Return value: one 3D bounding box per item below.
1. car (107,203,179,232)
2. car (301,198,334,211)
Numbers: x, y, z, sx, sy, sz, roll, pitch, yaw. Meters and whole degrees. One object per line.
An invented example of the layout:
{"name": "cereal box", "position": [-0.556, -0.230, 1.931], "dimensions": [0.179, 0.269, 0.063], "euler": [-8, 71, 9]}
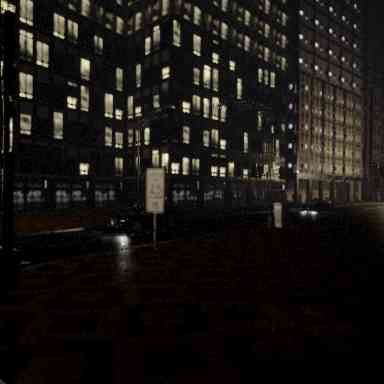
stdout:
{"name": "car", "position": [-2.815, 1.464, 20.096], "dimensions": [1.837, 1.490, 4.892], "euler": [1, 1, 40]}
{"name": "car", "position": [15.037, 1.466, 39.719], "dimensions": [5.357, 1.411, 2.033], "euler": [0, 1, -44]}
